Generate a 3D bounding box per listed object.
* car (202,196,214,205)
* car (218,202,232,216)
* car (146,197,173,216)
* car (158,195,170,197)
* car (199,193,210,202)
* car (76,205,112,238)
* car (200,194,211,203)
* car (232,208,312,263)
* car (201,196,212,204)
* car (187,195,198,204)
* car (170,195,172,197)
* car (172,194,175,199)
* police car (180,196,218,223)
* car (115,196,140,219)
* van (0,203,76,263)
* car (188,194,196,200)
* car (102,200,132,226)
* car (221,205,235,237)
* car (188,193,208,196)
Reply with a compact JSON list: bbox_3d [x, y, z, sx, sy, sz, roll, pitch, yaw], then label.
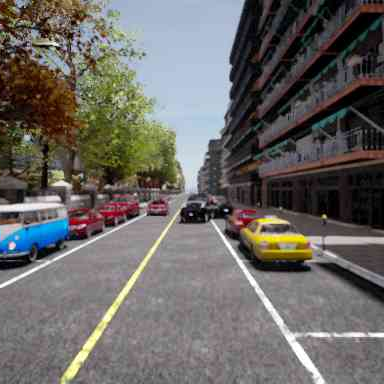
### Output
[{"bbox_3d":[2.724,1.418,56.558,1.887,1.381,4.507,0,0,0],"label":"car"},{"bbox_3d":[2.707,1.494,28.408,1.947,1.339,4.313,0,0,0],"label":"car"},{"bbox_3d":[-3.079,1.447,31.074,1.812,1.442,4.674,0,0,0],"label":"car"},{"bbox_3d":[-5.654,1.305,62.194,1.967,1.590,4.097,0,0,0],"label":"car"},{"bbox_3d":[2.732,1.165,73.448,2.192,1.841,5.009,0,0,0],"label":"car"},{"bbox_3d":[-5.680,1.536,17.150,1.802,1.307,4.206,0,0,0],"label":"car"},{"bbox_3d":[2.730,1.298,67.818,1.967,1.590,4.097,0,0,0],"label":"car"},{"bbox_3d":[2.698,1.493,11.686,1.752,1.417,4.829,0,0,0],"label":"car"},{"bbox_3d":[2.726,1.410,62.189,1.887,1.381,4.507,0,0,0],"label":"car"},{"bbox_3d":[0.037,1.347,59.741,1.882,1.535,5.008,0,0,0],"label":"car"},{"bbox_3d":[-5.651,1.298,67.822,1.967,1.590,4.097,0,0,0],"label":"car"},{"bbox_3d":[-5.644,1.393,79.084,2.008,1.369,4.403,0,0,0],"label":"car"},{"bbox_3d":[0.460,1.360,25.467,1.930,1.638,5.238,0,0,12],"label":"police car"},{"bbox_3d":[-5.673,1.243,28.412,2.192,1.841,5.009,0,0,0],"label":"car"},{"bbox_3d":[-5.683,1.309,11.519,1.690,1.788,3.998,0,0,0],"label":"van"},{"bbox_3d":[0.048,1.180,80.087,1.812,1.442,4.674,0,0,0],"label":"car"},{"bbox_3d":[-5.676,1.485,22.781,1.887,1.381,4.507,0,0,0],"label":"car"},{"bbox_3d":[2.701,1.536,17.146,1.802,1.307,4.206,0,0,0],"label":"car"},{"bbox_3d":[0.925,1.126,41.198,2.150,2.045,5.566,0,0,0],"label":"car"}]
